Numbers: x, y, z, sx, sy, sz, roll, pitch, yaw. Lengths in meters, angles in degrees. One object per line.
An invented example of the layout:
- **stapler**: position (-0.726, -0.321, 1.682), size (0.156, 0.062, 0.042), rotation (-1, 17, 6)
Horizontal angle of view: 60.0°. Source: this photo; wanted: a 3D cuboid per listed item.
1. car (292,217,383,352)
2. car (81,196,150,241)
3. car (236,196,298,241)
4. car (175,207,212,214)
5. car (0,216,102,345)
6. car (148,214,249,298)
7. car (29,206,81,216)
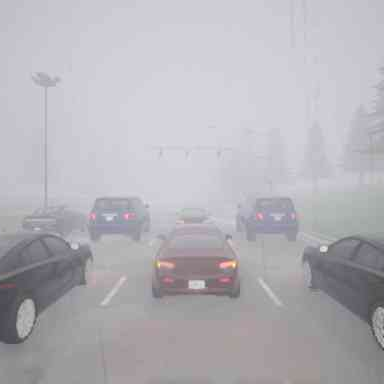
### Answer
- **car**: position (3.588, 1.472, 6.047), size (1.882, 1.535, 5.008), rotation (0, 0, 0)
- **car**: position (-3.433, 1.207, 16.576), size (2.150, 2.045, 5.566), rotation (0, 0, 0)
- **car**: position (3.574, 1.207, 16.610), size (2.150, 2.045, 5.566), rotation (0, 0, 0)
- **car**: position (0.069, 1.510, 17.446), size (1.812, 1.442, 4.674), rotation (0, 0, 0)
- **car**: position (-3.412, 1.472, 6.374), size (1.882, 1.535, 5.008), rotation (0, 0, 0)
- **car**: position (0.085, 1.518, 8.349), size (1.812, 1.442, 4.674), rotation (0, 0, 0)
- **car**: position (-6.935, 1.476, 17.357), size (2.128, 1.511, 4.902), rotation (0, 0, 0)
